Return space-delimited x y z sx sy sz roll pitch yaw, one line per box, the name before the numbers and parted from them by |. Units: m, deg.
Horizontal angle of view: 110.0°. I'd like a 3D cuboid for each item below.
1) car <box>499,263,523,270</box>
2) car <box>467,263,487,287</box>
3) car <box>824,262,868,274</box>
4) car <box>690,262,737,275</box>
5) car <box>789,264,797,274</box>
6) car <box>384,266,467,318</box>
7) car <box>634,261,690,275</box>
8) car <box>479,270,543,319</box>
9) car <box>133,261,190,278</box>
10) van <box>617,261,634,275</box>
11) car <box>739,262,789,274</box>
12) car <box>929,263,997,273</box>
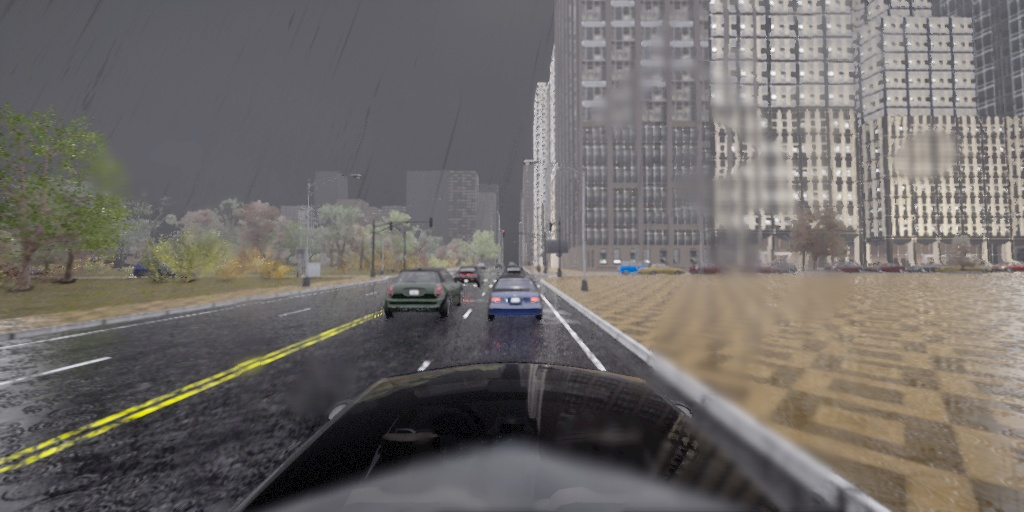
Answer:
car | 0.111 1.508 27.365 1.837 1.490 4.892 0 -1 -1
car | -3.141 1.504 26.962 1.837 1.490 4.892 0 -1 0
car | 43.929 1.565 47.607 4.097 1.591 1.967 0 0 -1
car | 21.753 1.348 39.324 4.097 1.591 1.967 0 0 -1
car | 32.806 1.563 44.879 4.902 1.511 2.128 0 -2 0
car | -3.146 1.213 13.652 2.097 1.767 4.553 0 -1 0
car | 16.339 1.461 39.260 4.829 1.417 1.751 0 0 -1
car | 0.104 1.404 13.283 2.033 1.411 5.357 0 -1 0
car | -39.920 1.555 41.053 5.566 2.045 2.150 0 -2 1
van | 15.962 1.595 47.275 3.998 1.789 1.690 0 0 -1
car | 27.337 1.464 39.390 4.207 1.307 1.802 0 0 -1
car | 49.843 1.308 39.645 4.829 1.417 1.751 0 0 -1
